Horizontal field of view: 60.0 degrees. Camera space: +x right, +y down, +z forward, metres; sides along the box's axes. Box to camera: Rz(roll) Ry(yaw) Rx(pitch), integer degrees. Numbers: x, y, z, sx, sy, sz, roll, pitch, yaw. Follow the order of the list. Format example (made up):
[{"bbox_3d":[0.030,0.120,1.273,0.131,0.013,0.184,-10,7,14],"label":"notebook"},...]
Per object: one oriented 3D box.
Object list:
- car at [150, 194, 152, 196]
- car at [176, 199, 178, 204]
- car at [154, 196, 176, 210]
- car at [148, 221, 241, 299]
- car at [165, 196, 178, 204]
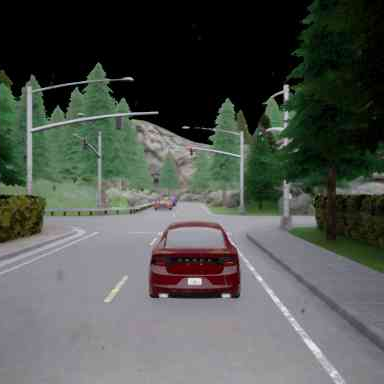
[{"bbox_3d":[-10.993,1.355,79.667,4.553,1.767,2.097,0,0,24],"label":"car"},{"bbox_3d":[-3.569,1.477,53.018,1.882,1.535,5.008,0,0,0],"label":"car"},{"bbox_3d":[-3.583,1.352,42.629,2.097,1.767,4.553,0,0,0],"label":"car"},{"bbox_3d":[0.069,1.478,8.527,1.882,1.535,5.008,0,0,0],"label":"car"},{"bbox_3d":[-3.953,1.477,63.843,1.882,1.535,5.008,0,0,-11],"label":"car"}]
